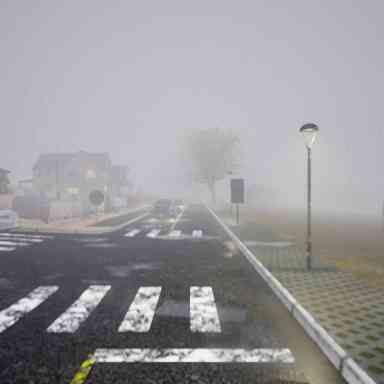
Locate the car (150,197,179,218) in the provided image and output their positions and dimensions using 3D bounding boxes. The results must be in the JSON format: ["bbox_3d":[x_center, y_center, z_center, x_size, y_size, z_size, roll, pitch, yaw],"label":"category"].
[{"bbox_3d":[-2.552,1.390,30.390,2.097,1.767,4.553,0,0,0],"label":"car"}]

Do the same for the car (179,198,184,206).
[{"bbox_3d":[-2.341,1.649,55.945,1.994,1.385,4.181,0,0,0],"label":"car"}]

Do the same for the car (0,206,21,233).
[{"bbox_3d":[-9.697,1.028,13.911,4.674,1.442,1.812,3,0,-3],"label":"car"}]
